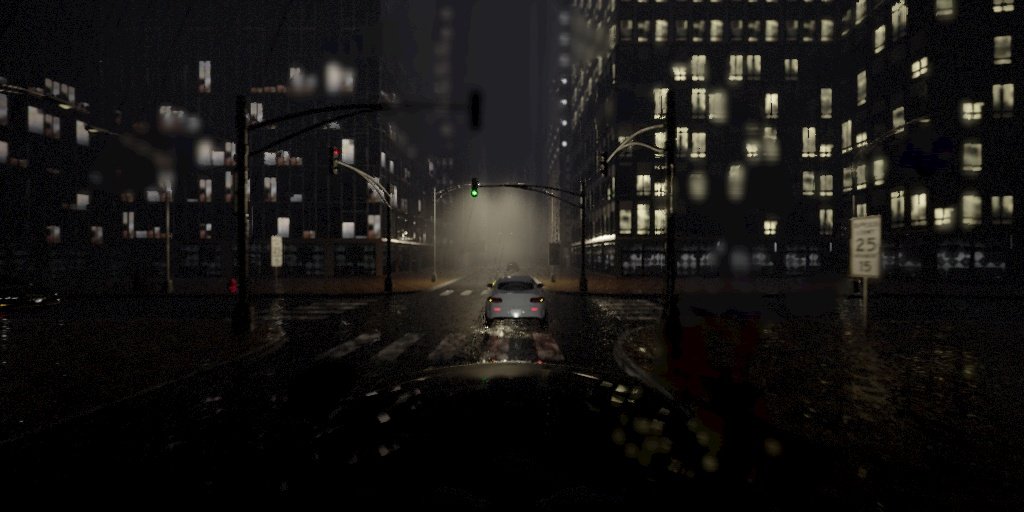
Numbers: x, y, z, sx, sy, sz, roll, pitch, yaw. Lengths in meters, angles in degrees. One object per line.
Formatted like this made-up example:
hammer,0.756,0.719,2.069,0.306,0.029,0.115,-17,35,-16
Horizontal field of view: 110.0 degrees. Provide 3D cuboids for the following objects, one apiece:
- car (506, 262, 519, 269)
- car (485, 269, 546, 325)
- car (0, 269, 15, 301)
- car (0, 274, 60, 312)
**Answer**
car,0.120,1.689,57.759,1.837,1.490,4.892,0,0,0
car,0.119,1.370,12.188,1.812,1.442,4.674,0,0,0
car,-26.284,1.376,16.298,4.892,1.490,1.837,0,0,0
car,-19.632,1.381,13.054,4.892,1.490,1.837,0,0,0
